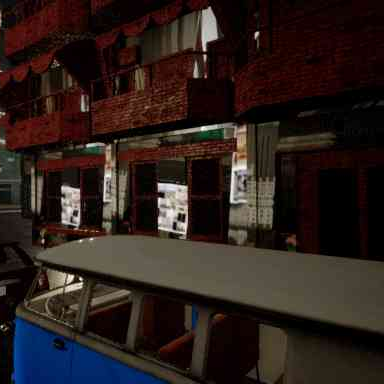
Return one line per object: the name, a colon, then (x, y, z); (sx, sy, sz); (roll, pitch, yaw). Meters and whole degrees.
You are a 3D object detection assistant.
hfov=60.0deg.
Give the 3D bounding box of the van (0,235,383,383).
van: (0.184, 1.341, 2.604); (3.998, 1.788, 1.690); (0, -1, 36)
